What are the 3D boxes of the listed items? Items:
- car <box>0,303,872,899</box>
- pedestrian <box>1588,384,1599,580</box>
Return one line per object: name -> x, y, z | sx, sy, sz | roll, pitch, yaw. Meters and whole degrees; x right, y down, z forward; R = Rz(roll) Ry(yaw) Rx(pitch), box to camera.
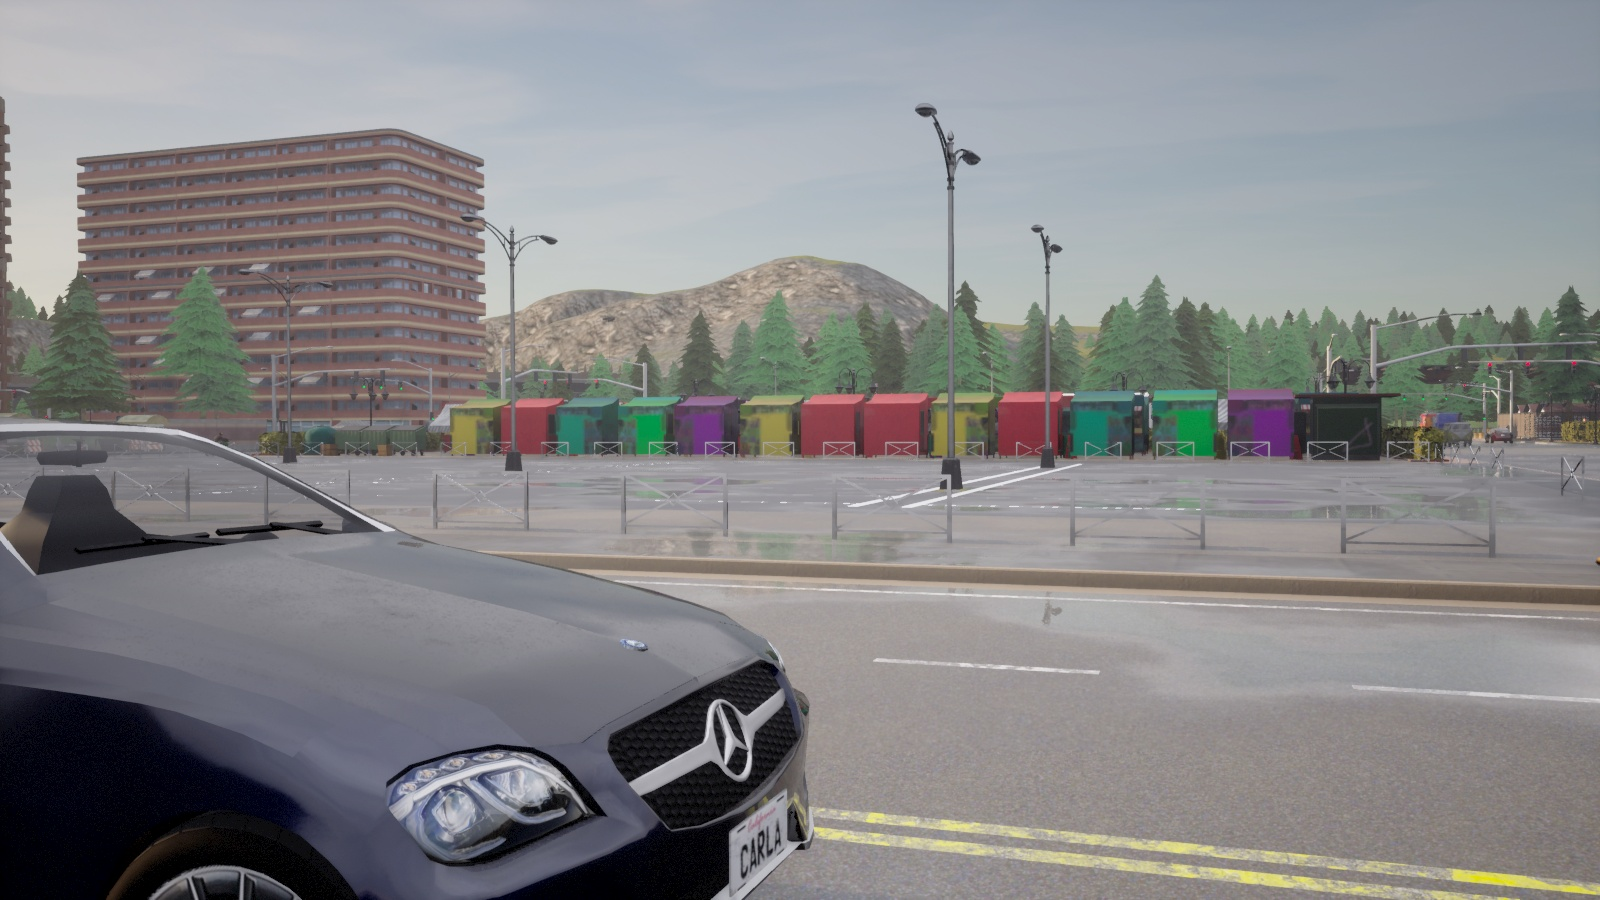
car -> -2.485, 0.531, 4.025 | 5.027, 1.651, 2.152 | 1, 1, 19
pedestrian -> 8.367, 0.318, 12.367 | 0.873, 1.952, 0.659 | 1, 1, 18
